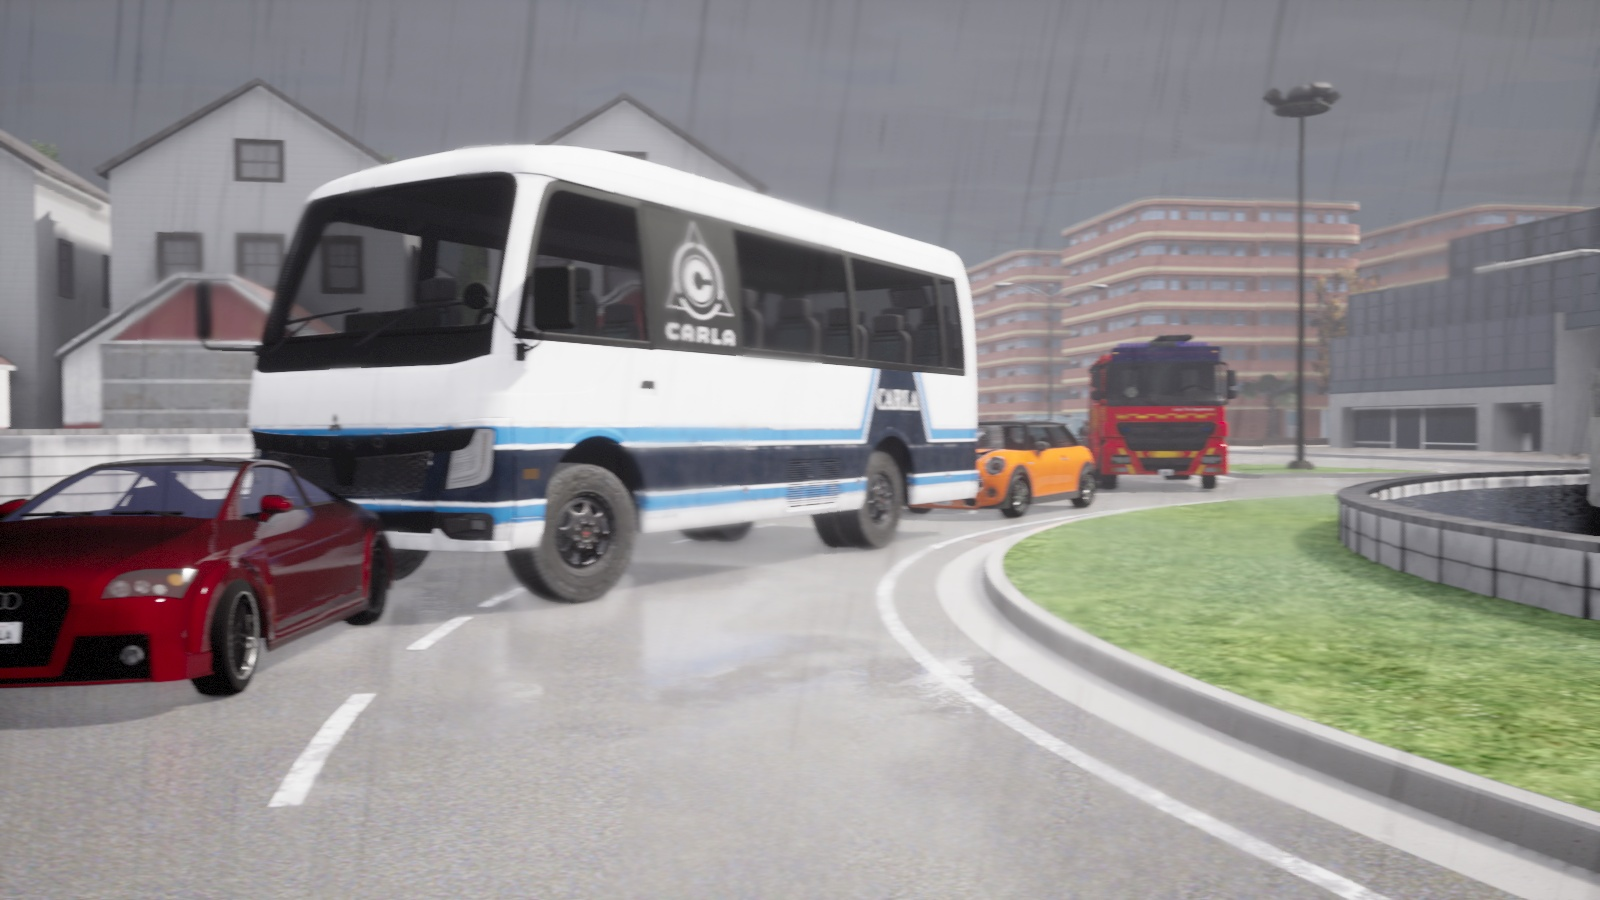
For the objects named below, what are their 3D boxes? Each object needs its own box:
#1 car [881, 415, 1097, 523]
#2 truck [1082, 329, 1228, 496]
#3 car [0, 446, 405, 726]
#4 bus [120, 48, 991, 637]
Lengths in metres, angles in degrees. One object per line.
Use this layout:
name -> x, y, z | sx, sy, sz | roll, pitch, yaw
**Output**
car -> 3.556, 0.261, 22.940 | 2.097, 1.767, 4.553 | 1, 1, 35
truck -> 9.150, -0.943, 33.299 | 2.891, 3.827, 8.468 | 0, 1, 10
car -> -4.375, 0.717, 8.679 | 1.994, 1.385, 4.181 | -1, 1, -1
bus -> -1.659, -0.840, 14.482 | 3.944, 4.253, 10.273 | 1, 1, 31
